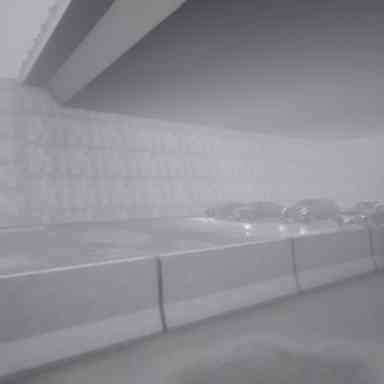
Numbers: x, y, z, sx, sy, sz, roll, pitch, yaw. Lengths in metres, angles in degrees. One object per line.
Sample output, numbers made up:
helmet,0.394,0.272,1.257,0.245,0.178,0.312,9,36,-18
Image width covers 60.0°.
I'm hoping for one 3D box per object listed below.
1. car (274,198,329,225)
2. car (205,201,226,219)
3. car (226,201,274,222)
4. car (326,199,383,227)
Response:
car,8.126,1.206,22.684,4.553,1.767,2.097,-1,0,-35
car,3.106,1.427,27.702,4.181,1.385,1.994,-1,0,-35
car,5.102,1.389,24.827,4.674,1.442,1.812,-1,0,-35
car,10.718,1.341,20.234,4.902,1.511,2.128,-1,0,-35
